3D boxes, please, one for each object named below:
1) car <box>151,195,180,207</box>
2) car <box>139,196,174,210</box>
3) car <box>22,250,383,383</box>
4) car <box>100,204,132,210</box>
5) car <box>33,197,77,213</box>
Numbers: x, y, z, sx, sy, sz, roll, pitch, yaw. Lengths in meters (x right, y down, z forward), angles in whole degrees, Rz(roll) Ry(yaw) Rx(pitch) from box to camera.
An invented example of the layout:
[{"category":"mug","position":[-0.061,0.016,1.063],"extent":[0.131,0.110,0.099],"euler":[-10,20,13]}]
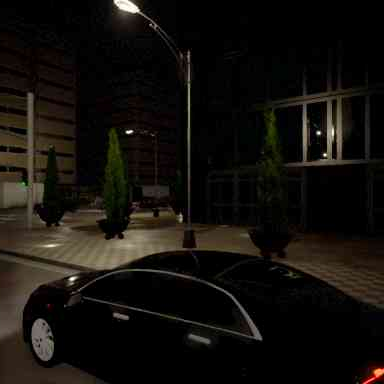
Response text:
[{"category":"car","position":[-4.129,1.407,51.950],"extent":[2.097,1.767,4.553],"euler":[0,0,35]},{"category":"car","position":[-4.866,1.407,44.507],"extent":[2.097,1.767,4.553],"euler":[0,0,35]},{"category":"car","position":[-0.196,1.505,4.129],"extent":[4.892,1.490,1.837],"euler":[0,0,36]},{"category":"car","position":[-9.894,1.581,43.774],"extent":[1.812,1.442,4.674],"euler":[0,0,35]},{"category":"car","position":[-15.016,1.407,36.522],"extent":[2.097,1.767,4.553],"euler":[0,0,35]}]
